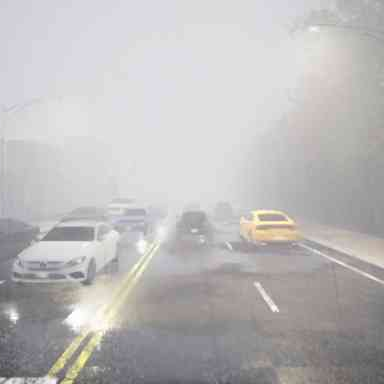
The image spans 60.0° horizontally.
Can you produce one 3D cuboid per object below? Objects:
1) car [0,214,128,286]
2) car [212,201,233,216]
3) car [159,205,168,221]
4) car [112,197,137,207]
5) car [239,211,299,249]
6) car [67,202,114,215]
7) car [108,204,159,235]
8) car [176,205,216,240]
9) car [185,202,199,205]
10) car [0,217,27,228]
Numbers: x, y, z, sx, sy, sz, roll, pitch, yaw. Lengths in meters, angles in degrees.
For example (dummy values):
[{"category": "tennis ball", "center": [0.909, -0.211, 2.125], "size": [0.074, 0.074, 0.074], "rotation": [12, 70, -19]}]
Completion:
[{"category": "car", "center": [-3.336, 1.598, 9.762], "size": [1.812, 1.442, 4.674], "rotation": [0, 0, 0]}, {"category": "car", "center": [3.363, 1.775, 36.744], "size": [1.837, 1.490, 4.892], "rotation": [0, 0, 0]}, {"category": "car", "center": [-3.241, 1.821, 29.971], "size": [1.895, 1.301, 4.718], "rotation": [0, 0, 0]}, {"category": "car", "center": [-6.491, 1.452, 31.443], "size": [2.150, 2.045, 5.566], "rotation": [0, 0, 0]}, {"category": "car", "center": [3.354, 1.590, 15.240], "size": [1.882, 1.535, 5.008], "rotation": [0, 0, 0]}, {"category": "car", "center": [-6.564, 1.631, 20.820], "size": [1.882, 1.535, 5.008], "rotation": [0, 0, 0]}, {"category": "car", "center": [-3.325, 1.671, 19.811], "size": [1.812, 1.442, 4.674], "rotation": [0, 0, 1]}, {"category": "car", "center": [0.106, 1.657, 17.790], "size": [1.812, 1.442, 4.674], "rotation": [0, 0, 0]}, {"category": "car", "center": [0.039, 1.914, 42.755], "size": [1.895, 1.301, 4.718], "rotation": [0, 0, 1]}, {"category": "car", "center": [-6.585, 1.555, 10.440], "size": [1.882, 1.535, 5.008], "rotation": [0, 0, 0]}]
